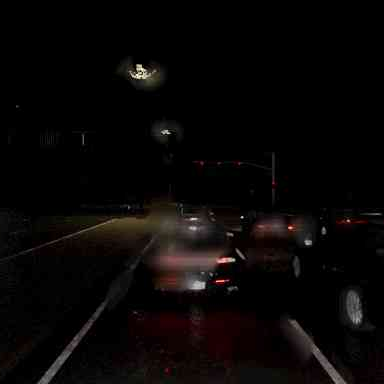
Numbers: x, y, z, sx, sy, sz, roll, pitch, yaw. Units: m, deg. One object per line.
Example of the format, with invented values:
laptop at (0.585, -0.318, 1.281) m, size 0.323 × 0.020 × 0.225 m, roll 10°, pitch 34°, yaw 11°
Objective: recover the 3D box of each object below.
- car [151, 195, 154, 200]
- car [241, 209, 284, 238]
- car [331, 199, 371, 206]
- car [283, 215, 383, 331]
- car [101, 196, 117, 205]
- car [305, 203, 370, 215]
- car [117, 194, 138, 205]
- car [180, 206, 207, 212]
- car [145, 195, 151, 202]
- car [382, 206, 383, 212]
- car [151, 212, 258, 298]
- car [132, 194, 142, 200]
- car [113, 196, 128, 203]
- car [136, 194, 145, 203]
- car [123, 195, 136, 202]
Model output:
car at (-11.571, 1.521, 90.973) m, size 2.128 × 1.511 × 4.902 m, roll 0°, pitch 0°, yaw 0°
car at (3.586, 1.547, 16.510) m, size 2.033 × 1.411 × 5.357 m, roll 0°, pitch 0°, yaw 0°
car at (20.810, 1.601, 43.749) m, size 4.718 × 1.301 × 1.895 m, roll 0°, pitch 0°, yaw 1°
car at (3.593, 1.478, 6.890) m, size 1.882 × 1.535 × 5.008 m, roll 0°, pitch 0°, yaw 0°
car at (-15.116, 1.477, 60.706) m, size 1.882 × 1.535 × 5.008 m, roll 0°, pitch 0°, yaw 0°
car at (7.084, 1.505, 16.975) m, size 1.837 × 1.490 × 4.892 m, roll 0°, pitch 0°, yaw 0°
car at (-11.656, 1.564, 60.224) m, size 1.994 × 1.385 × 4.181 m, roll 0°, pitch 0°, yaw 1°
car at (0.084, 1.505, 17.916) m, size 1.837 × 1.490 × 4.892 m, roll 0°, pitch 0°, yaw 0°
car at (-11.580, 1.524, 79.316) m, size 1.812 × 1.442 × 4.674 m, roll 0°, pitch 0°, yaw 0°
car at (21.369, 1.564, 33.240) m, size 4.181 × 1.385 × 1.994 m, roll 0°, pitch 0°, yaw 1°
car at (0.091, 1.491, 8.495) m, size 2.128 × 1.511 × 4.902 m, roll 0°, pitch 0°, yaw 0°
car at (-15.066, 1.345, 91.587) m, size 2.097 × 1.767 × 4.553 m, roll 0°, pitch 0°, yaw 0°
car at (-15.071, 1.540, 70.484) m, size 2.033 × 1.411 × 5.357 m, roll 0°, pitch 0°, yaw 0°
car at (-11.569, 1.500, 69.046) m, size 1.837 × 1.490 × 4.892 m, roll 0°, pitch 0°, yaw 0°
car at (-15.081, 1.525, 80.587) m, size 2.128 × 1.511 × 4.902 m, roll 0°, pitch 0°, yaw 0°
